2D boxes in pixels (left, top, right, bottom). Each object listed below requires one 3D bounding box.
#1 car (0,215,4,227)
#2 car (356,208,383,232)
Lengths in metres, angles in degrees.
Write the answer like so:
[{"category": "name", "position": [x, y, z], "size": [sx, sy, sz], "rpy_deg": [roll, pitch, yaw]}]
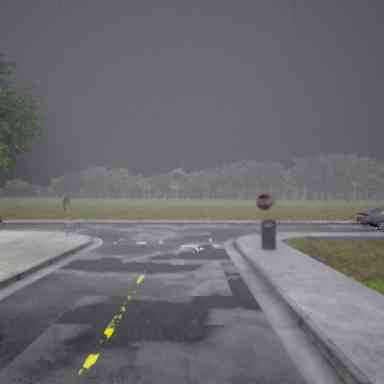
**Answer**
[{"category": "car", "position": [-14.505, 1.549, 21.109], "size": [4.553, 1.767, 2.097], "rpy_deg": [0, -1, 0]}, {"category": "car", "position": [12.985, 1.731, 21.004], "size": [4.902, 1.511, 2.128], "rpy_deg": [0, -1, 0]}]
